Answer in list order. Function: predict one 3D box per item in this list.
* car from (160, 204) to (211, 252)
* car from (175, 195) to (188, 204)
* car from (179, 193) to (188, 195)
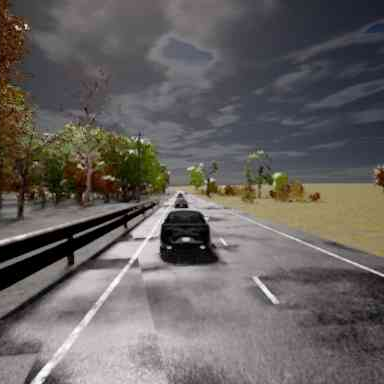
[{"bbox_3d":[-0.297,1.485,13.910,1.882,1.535,5.008,0,0,-2],"label":"car"},{"bbox_3d":[-1.511,1.555,47.942,1.895,1.301,4.718,0,0,-2],"label":"car"},{"bbox_3d":[-2.671,1.453,80.469,1.994,1.385,4.181,0,0,-2],"label":"car"}]
